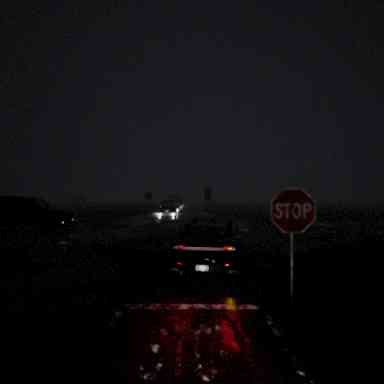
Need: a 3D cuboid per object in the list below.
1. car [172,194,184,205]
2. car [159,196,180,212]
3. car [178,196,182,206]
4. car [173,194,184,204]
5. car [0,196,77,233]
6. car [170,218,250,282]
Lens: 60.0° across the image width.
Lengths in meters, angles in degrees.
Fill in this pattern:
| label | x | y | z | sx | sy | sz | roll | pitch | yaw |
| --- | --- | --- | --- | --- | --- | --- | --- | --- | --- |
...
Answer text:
| label | x | y | z | sx | sy | sz | roll | pitch | yaw |
| --- | --- | --- | --- | --- | --- | --- | --- | --- | --- |
| car | -2.860 | 1.458 | 61.220 | 2.150 | 2.045 | 5.566 | 0 | 0 | 0 |
| car | -2.897 | 1.628 | 40.912 | 1.882 | 1.535 | 5.008 | 0 | 0 | 0 |
| car | -2.896 | 1.717 | 50.875 | 1.812 | 1.442 | 4.674 | 0 | 0 | 0 |
| car | -2.873 | 1.509 | 71.711 | 2.150 | 2.045 | 5.566 | 0 | 0 | 0 |
| car | -9.845 | 1.273 | 19.822 | 5.566 | 2.045 | 2.150 | 0 | 0 | 0 |
| car | 0.652 | 1.525 | 9.978 | 2.128 | 1.511 | 4.902 | 0 | 0 | 10 |
